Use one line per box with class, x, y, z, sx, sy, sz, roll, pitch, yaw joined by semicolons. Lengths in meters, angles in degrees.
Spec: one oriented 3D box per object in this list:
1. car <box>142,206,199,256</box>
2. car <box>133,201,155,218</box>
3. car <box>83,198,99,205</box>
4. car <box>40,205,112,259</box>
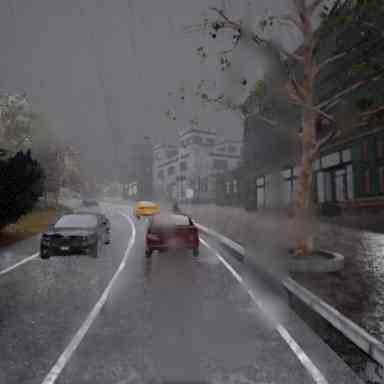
car;-0.879;1.527;13.372;1.882;1.535;5.008;1;0;-7
car;-4.441;1.623;31.494;1.882;1.535;5.008;1;-1;-15
car;-15.895;1.620;52.028;2.033;1.411;5.357;2;-1;-26
car;-4.293;1.500;12.927;1.882;1.535;5.008;1;0;-7
